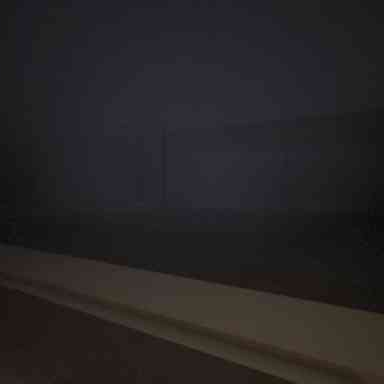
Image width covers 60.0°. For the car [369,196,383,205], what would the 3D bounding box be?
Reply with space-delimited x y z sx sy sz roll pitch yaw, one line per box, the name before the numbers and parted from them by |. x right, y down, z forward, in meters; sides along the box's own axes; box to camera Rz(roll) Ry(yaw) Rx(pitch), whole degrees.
car | 36.909 1.745 65.748 2.038 1.542 4.974 1 1 6

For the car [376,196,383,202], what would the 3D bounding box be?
car | 47.942 1.747 81.049 4.974 1.542 2.038 1 1 -4

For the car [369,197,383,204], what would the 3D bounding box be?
car | 36.916 1.587 65.798 1.853 1.218 4.536 1 1 6

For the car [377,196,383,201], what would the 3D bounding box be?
car | 47.893 1.589 81.044 4.536 1.218 1.853 1 1 -4

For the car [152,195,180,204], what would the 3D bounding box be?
car | -4.500 1.265 58.458 5.008 1.535 1.882 1 0 -26
